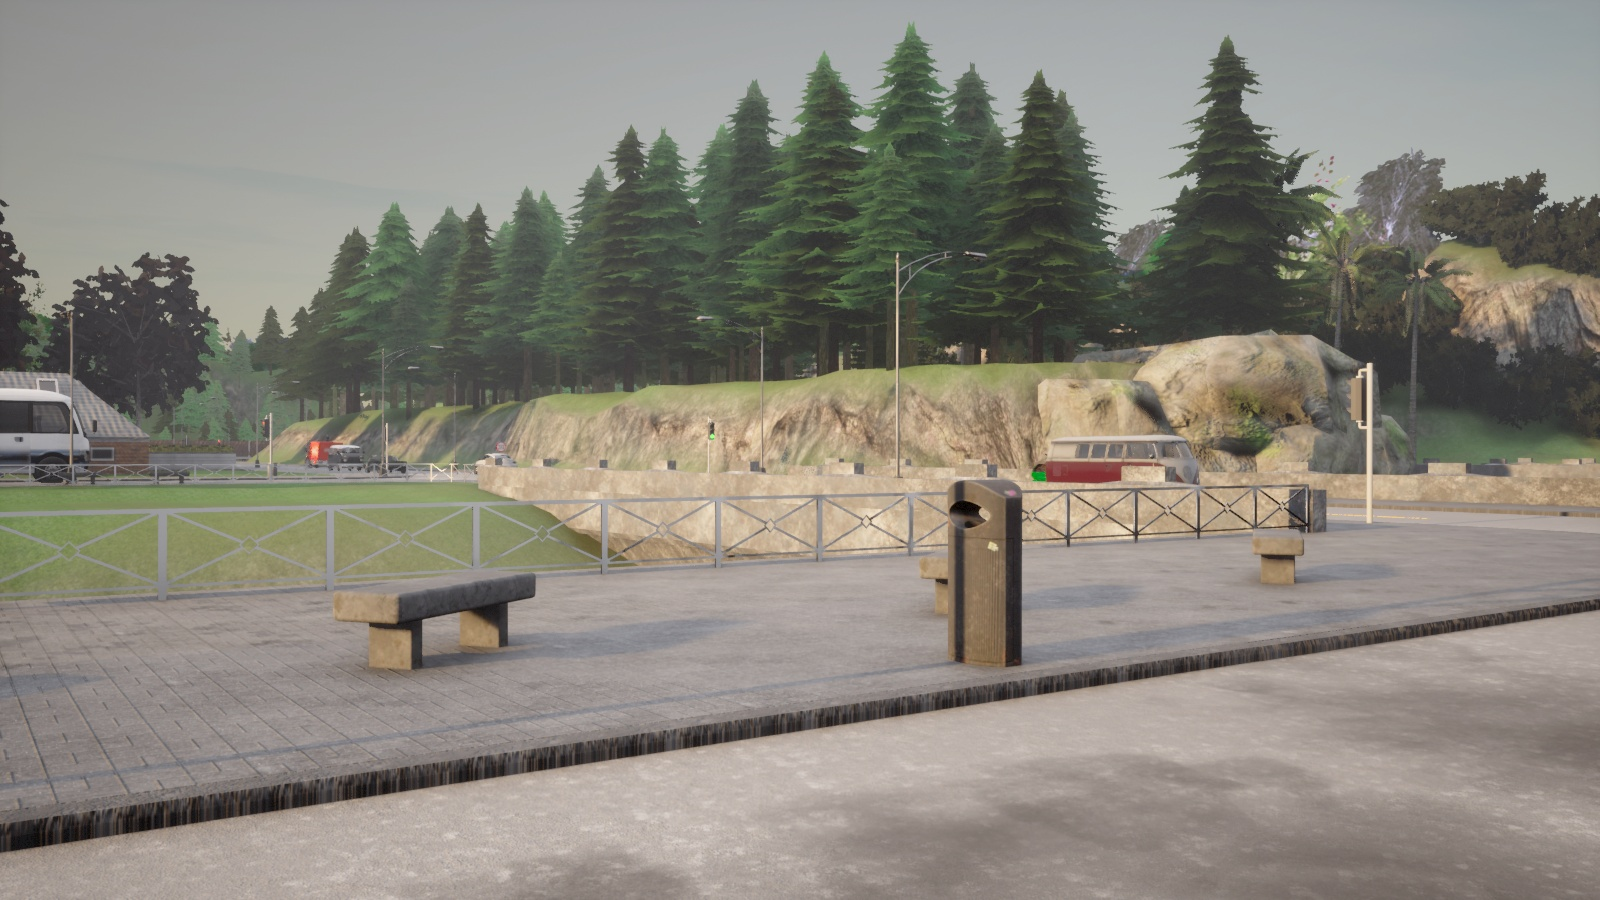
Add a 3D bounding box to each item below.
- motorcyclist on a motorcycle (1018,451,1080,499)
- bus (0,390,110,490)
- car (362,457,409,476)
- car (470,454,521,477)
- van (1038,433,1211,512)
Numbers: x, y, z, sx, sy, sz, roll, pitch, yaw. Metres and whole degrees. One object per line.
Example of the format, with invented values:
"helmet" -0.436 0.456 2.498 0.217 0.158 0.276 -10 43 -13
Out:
"motorcyclist on a motorcycle" 8.221 0.811 41.521 0.797 1.523 2.044 0 0 -35
"bus" -35.954 -0.422 54.361 10.273 4.253 3.944 0 0 -35
"car" -29.154 1.123 88.243 1.895 1.301 4.718 0 0 -35
"car" -19.925 1.013 81.968 1.812 1.442 4.674 0 0 -32
"van" 8.667 0.562 33.875 1.775 1.987 4.442 0 0 -35
